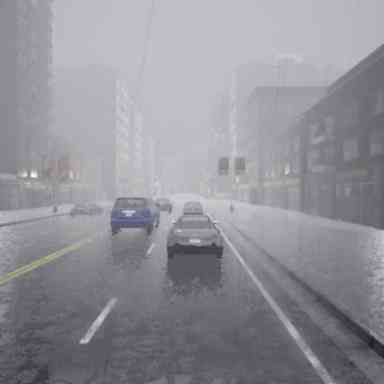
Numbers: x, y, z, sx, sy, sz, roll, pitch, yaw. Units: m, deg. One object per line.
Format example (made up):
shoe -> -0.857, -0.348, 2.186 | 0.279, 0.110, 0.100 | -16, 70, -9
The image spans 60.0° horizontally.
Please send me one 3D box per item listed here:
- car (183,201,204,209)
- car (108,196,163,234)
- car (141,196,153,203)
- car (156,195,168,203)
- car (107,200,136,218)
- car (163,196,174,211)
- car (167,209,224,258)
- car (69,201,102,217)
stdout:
car -> 0.108, 1.563, 30.805 | 2.033, 1.411, 5.357 | 0, 0, 0
car -> -3.144, 1.232, 19.240 | 2.150, 2.045, 5.566 | 0, 0, 0
car -> -9.730, 1.559, 72.271 | 2.033, 1.411, 5.357 | 0, 0, 0
car -> -6.479, 1.543, 73.104 | 2.128, 1.511, 4.902 | 0, 0, 0
car -> -6.595, 1.542, 31.685 | 1.812, 1.442, 4.674 | 0, 0, 0
car -> -3.140, 1.370, 36.226 | 2.097, 1.767, 4.553 | 0, 0, 0
car -> 0.104, 1.571, 12.887 | 1.994, 1.385, 4.181 | 0, 0, 0
car -> -9.836, 1.580, 31.009 | 1.994, 1.385, 4.181 | 0, 0, 0
